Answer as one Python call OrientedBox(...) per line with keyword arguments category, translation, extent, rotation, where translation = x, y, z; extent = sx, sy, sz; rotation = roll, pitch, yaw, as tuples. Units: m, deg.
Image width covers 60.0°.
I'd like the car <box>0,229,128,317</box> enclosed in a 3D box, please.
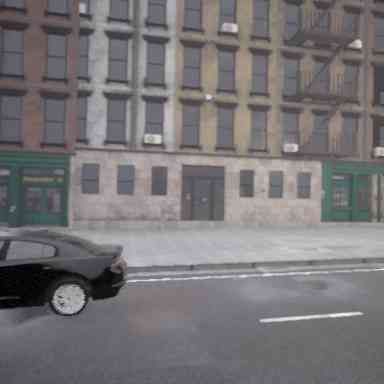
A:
OrientedBox(category="car", translation=(-3.847, 1.524, 6.721), extent=(5.008, 1.535, 1.882), rotation=(0, -1, -12))
